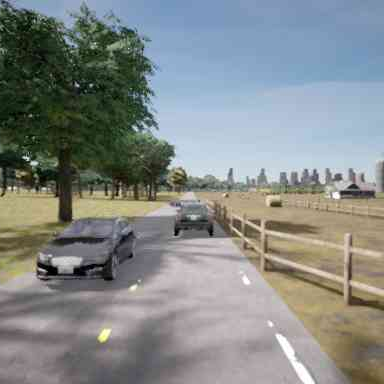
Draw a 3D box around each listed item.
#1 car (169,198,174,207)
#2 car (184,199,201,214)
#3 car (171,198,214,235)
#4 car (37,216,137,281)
[{"bbox_3d":[-2.767,1.754,56.241,1.837,1.490,4.892,0,-1,0],"label":"car"},{"bbox_3d":[0.087,1.635,38.949,1.837,1.490,4.892,0,0,0],"label":"car"},{"bbox_3d":[0.089,1.381,19.121,2.097,1.767,4.553,0,0,0],"label":"car"},{"bbox_3d":[-2.855,1.499,9.964,2.128,1.511,4.902,0,0,0],"label":"car"}]
